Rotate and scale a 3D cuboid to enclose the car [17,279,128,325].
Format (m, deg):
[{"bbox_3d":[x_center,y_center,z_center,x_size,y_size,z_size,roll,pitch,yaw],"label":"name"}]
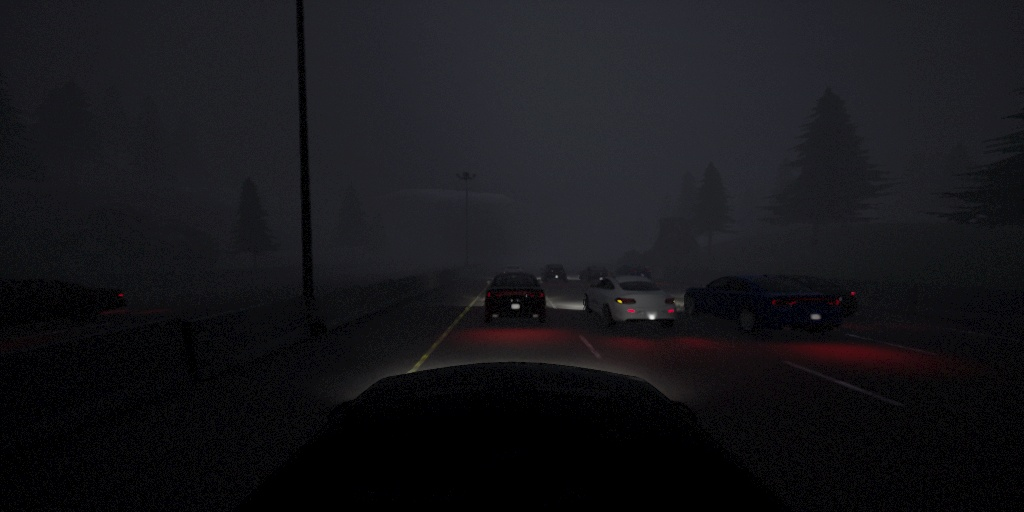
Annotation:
[{"bbox_3d":[-14.078,1.347,9.813,2.033,1.411,5.357,0,0,0],"label":"car"}]

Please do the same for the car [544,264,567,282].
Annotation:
[{"bbox_3d":[3.602,1.442,31.311,1.837,1.490,4.892,0,0,0],"label":"car"}]

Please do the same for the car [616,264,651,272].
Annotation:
[{"bbox_3d":[10.602,1.418,31.712,1.882,1.535,5.008,0,0,0],"label":"car"}]

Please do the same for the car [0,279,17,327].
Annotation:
[{"bbox_3d":[-10.595,0.986,4.071,2.150,2.045,5.566,0,0,0],"label":"car"}]

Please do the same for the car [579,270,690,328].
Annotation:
[{"bbox_3d":[3.601,1.338,11.539,1.812,1.442,4.674,0,0,0],"label":"car"}]

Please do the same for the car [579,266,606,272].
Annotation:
[{"bbox_3d":[7.102,1.536,30.951,1.895,1.301,4.718,0,0,0],"label":"car"}]

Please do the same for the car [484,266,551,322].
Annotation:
[{"bbox_3d":[0.101,1.297,12.665,1.882,1.535,5.008,0,0,0],"label":"car"}]

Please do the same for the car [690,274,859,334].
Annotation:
[{"bbox_3d":[7.101,1.286,10.859,1.882,1.535,5.008,0,0,0],"label":"car"}]
